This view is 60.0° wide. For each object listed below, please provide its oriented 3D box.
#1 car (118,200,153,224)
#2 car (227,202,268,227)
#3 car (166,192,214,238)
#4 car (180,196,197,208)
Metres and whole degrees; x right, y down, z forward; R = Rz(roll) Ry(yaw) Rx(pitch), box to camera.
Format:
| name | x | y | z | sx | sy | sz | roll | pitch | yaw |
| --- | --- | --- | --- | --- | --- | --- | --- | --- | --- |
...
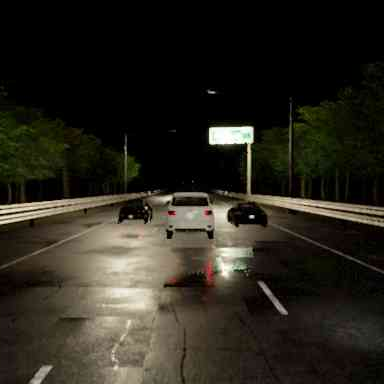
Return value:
| name | x | y | z | sx | sy | sz | roll | pitch | yaw |
| --- | --- | --- | --- | --- | --- | --- | --- | --- | --- |
| car | -3.675 | 1.265 | 22.115 | 1.812 | 1.442 | 4.674 | 0 | 1 | -1 |
| car | 3.342 | 1.328 | 20.700 | 1.994 | 1.385 | 4.181 | 0 | 1 | -1 |
| car | -0.110 | 1.029 | 16.585 | 2.150 | 2.045 | 5.566 | 0 | 1 | -1 |
| car | -0.395 | 1.133 | 40.026 | 1.895 | 1.301 | 4.718 | 0 | 1 | 0 |
